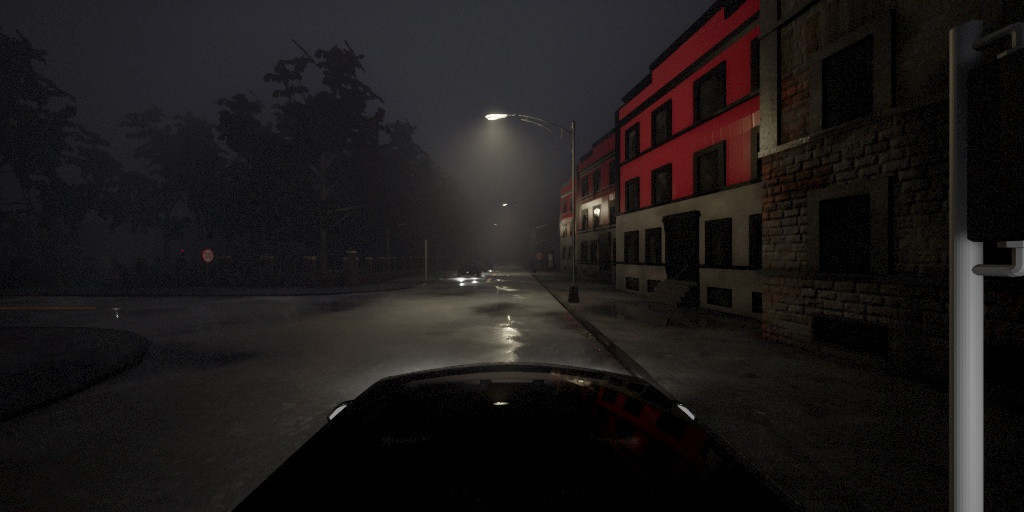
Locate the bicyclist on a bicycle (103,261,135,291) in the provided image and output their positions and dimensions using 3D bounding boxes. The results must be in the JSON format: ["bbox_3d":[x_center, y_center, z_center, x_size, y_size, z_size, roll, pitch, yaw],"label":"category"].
[{"bbox_3d":[-21.814,1.099,19.934,0.582,1.620,1.656,0,0,0],"label":"bicyclist on a bicycle"}]

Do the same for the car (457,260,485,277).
[{"bbox_3d":[-4.035,1.314,34.656,1.994,1.385,4.181,0,0,0],"label":"car"}]

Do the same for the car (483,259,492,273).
[{"bbox_3d":[-4.015,1.298,44.089,2.033,1.411,5.357,0,0,0],"label":"car"}]
